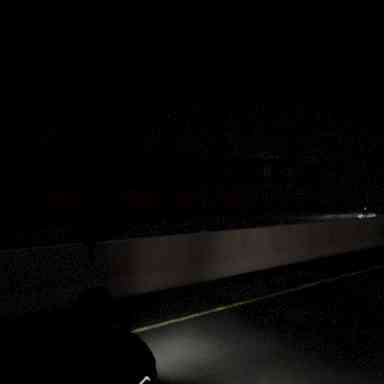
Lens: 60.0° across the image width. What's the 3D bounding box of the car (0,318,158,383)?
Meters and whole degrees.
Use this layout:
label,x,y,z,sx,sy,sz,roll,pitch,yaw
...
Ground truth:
label,x,y,z,sx,sy,sz,roll,pitch,yaw
car,-2.422,1.534,2.058,4.674,1.442,1.812,0,0,-35
